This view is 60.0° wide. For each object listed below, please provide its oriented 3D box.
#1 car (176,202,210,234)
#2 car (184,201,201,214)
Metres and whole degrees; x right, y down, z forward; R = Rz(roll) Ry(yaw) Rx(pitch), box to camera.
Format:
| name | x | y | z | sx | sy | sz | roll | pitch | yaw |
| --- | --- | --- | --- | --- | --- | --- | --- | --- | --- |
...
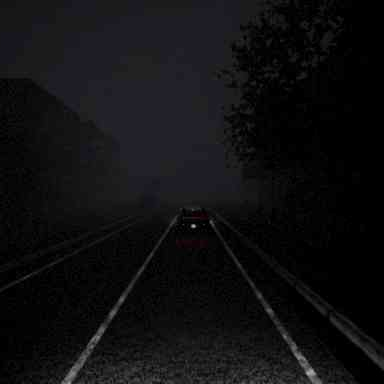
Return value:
| name | x | y | z | sx | sy | sz | roll | pitch | yaw |
| --- | --- | --- | --- | --- | --- | --- | --- | --- | --- |
| car | 0.084 | 1.605 | 20.135 | 2.128 | 1.511 | 4.902 | 0 | 0 | 0 |
| car | 0.074 | 1.772 | 39.288 | 1.895 | 1.301 | 4.718 | 0 | 0 | 0 |
